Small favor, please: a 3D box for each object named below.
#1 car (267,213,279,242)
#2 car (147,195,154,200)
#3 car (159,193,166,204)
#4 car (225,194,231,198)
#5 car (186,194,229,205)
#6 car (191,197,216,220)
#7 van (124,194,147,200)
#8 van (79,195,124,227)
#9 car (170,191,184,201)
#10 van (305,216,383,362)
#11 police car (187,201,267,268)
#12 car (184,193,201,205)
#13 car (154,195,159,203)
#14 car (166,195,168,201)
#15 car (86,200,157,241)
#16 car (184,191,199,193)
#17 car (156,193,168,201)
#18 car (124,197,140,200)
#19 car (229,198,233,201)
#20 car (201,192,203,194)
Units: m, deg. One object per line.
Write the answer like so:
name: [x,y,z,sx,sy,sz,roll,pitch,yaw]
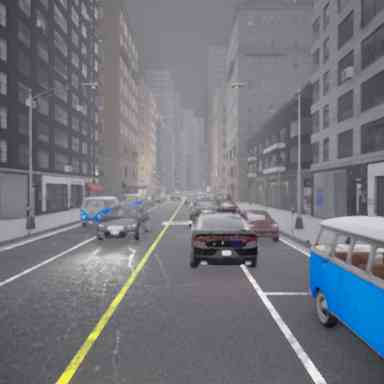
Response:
car: [2.831,1.458,15.322,1.802,1.307,4.206,0,0,0]
car: [-5.731,1.269,37.312,1.947,1.339,4.313,0,0,0]
car: [-5.758,1.143,53.815,1.947,1.339,4.313,0,0,0]
car: [2.803,1.061,31.823,2.192,1.841,5.009,0,0,0]
car: [0.866,1.182,20.962,2.097,1.767,4.553,0,0,0]
car: [0.855,1.237,27.182,1.801,1.575,5.366,0,0,0]
van: [-5.722,1.087,31.809,1.690,1.788,3.998,0,0,0]
van: [-5.704,1.174,20.808,1.690,1.788,3.998,0,0,0]
car: [-3.118,0.845,64.858,2.097,1.767,4.553,0,1,0]
van: [2.849,1.305,4.317,1.690,1.788,3.998,0,0,0]
police car: [0.882,1.335,11.103,1.930,1.638,5.238,0,0,0]
car: [-0.066,1.188,47.605,1.994,1.385,4.181,0,0,0]
car: [-5.740,1.243,42.813,1.802,1.307,4.206,0,0,0]
car: [-5.768,1.118,59.317,1.802,1.307,4.206,0,0,0]
car: [-3.126,1.363,15.918,2.128,1.511,4.902,0,0,0]
car: [-0.101,1.025,61.334,1.837,1.490,4.892,0,0,0]
car: [-5.777,0.935,64.817,1.967,1.590,4.097,0,0,0]
car: [-5.713,1.340,26.309,2.008,1.369,4.403,0,0,0]
car: [2.813,1.371,26.323,1.802,1.307,4.206,0,0,0]
car: [2.767,1.127,53.830,2.008,1.369,4.403,0,0,0]
